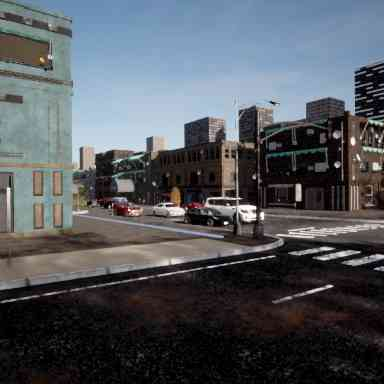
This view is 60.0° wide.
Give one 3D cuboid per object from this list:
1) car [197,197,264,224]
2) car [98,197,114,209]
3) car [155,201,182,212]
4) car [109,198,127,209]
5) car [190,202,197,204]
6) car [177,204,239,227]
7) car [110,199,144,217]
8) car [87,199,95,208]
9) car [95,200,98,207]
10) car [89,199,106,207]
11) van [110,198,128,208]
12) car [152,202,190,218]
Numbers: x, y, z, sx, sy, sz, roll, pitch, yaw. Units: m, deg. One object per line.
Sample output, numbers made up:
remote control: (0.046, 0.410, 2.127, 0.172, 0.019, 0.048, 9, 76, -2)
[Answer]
car: (3.165, 1.445, 26.662, 2.150, 2.045, 5.566, -1, 0, -35)
car: (-13.421, 2.066, 55.370, 1.837, 1.490, 4.892, -1, 0, -36)
car: (-3.288, 1.966, 45.635, 1.802, 1.307, 4.206, -2, 0, -36)
car: (-8.581, 1.931, 43.118, 1.882, 1.535, 5.008, -1, 0, -35)
car: (-0.070, 1.904, 41.133, 1.802, 1.307, 4.206, -2, 0, -36)
car: (1.085, 1.814, 24.898, 1.947, 1.339, 4.313, -2, 0, -36)
car: (-6.889, 1.846, 36.257, 1.967, 1.590, 4.097, -1, 0, -36)
car: (-19.196, 2.159, 63.450, 2.128, 1.511, 4.902, -1, 0, -36)
car: (-16.171, 1.940, 63.646, 2.192, 1.841, 5.009, -1, 0, -36)
car: (-19.384, 2.228, 68.149, 1.887, 1.381, 4.507, -1, 0, -36)
van: (-12.951, 1.907, 59.143, 1.690, 1.788, 3.998, -1, 0, -36)
car: (-2.537, 1.862, 34.646, 1.812, 1.442, 4.674, -1, 0, -35)
